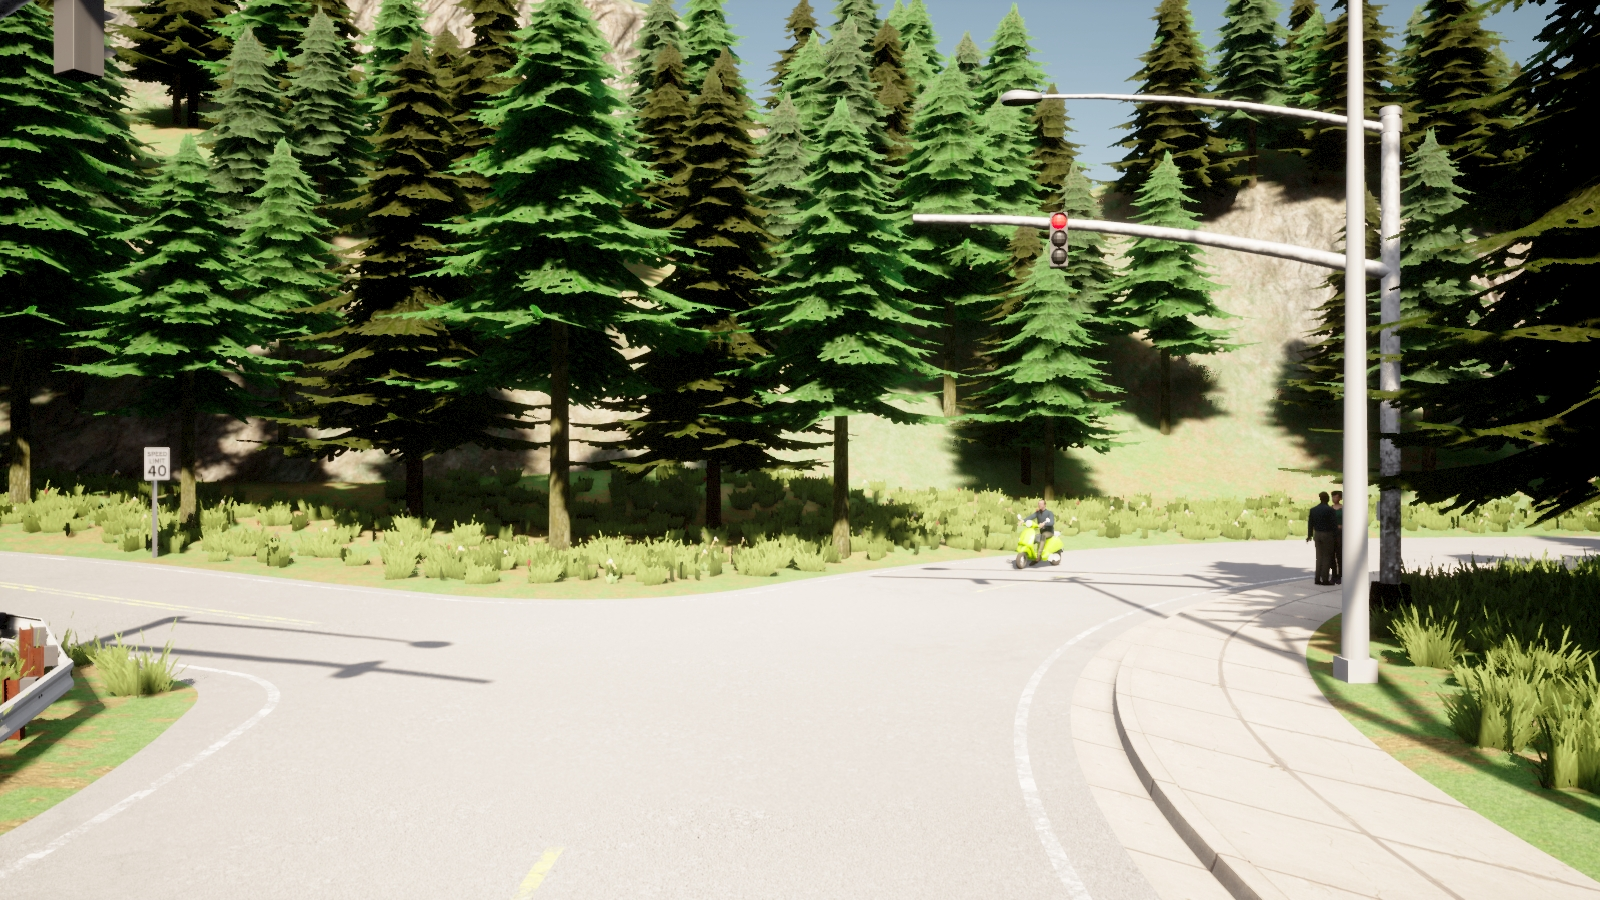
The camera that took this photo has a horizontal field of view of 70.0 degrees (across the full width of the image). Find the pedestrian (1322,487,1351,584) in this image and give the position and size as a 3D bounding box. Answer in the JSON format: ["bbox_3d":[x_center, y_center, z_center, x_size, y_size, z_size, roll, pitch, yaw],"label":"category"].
[{"bbox_3d":[10.531,1.668,22.418,0.375,1.860,0.375,0,0,-35],"label":"pedestrian"}]

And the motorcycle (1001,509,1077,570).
[{"bbox_3d":[5.702,2.113,27.217,1.805,1.316,0.856,0,0,-41],"label":"motorcycle"}]

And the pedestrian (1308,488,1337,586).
[{"bbox_3d":[10.072,1.668,22.026,0.375,1.860,0.375,0,0,-33],"label":"pedestrian"}]
